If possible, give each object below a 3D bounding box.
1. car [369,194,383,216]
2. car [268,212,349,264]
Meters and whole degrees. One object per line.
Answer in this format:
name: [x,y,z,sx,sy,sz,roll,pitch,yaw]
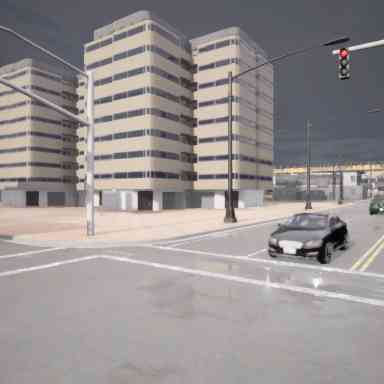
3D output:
car: [18.841,1.229,32.522,2.150,2.045,5.566,0,0,35]
car: [4.348,1.499,12.034,2.128,1.511,4.902,0,0,35]
